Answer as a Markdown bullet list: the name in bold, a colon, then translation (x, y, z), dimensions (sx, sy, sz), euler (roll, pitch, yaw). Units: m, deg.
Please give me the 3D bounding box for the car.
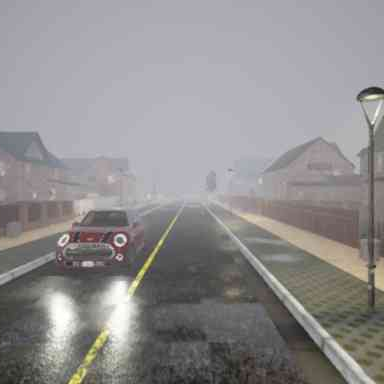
- **car**: translation (-2.770, 1.324, 11.131), dimensions (2.097, 1.767, 4.553), euler (0, 0, 0)
